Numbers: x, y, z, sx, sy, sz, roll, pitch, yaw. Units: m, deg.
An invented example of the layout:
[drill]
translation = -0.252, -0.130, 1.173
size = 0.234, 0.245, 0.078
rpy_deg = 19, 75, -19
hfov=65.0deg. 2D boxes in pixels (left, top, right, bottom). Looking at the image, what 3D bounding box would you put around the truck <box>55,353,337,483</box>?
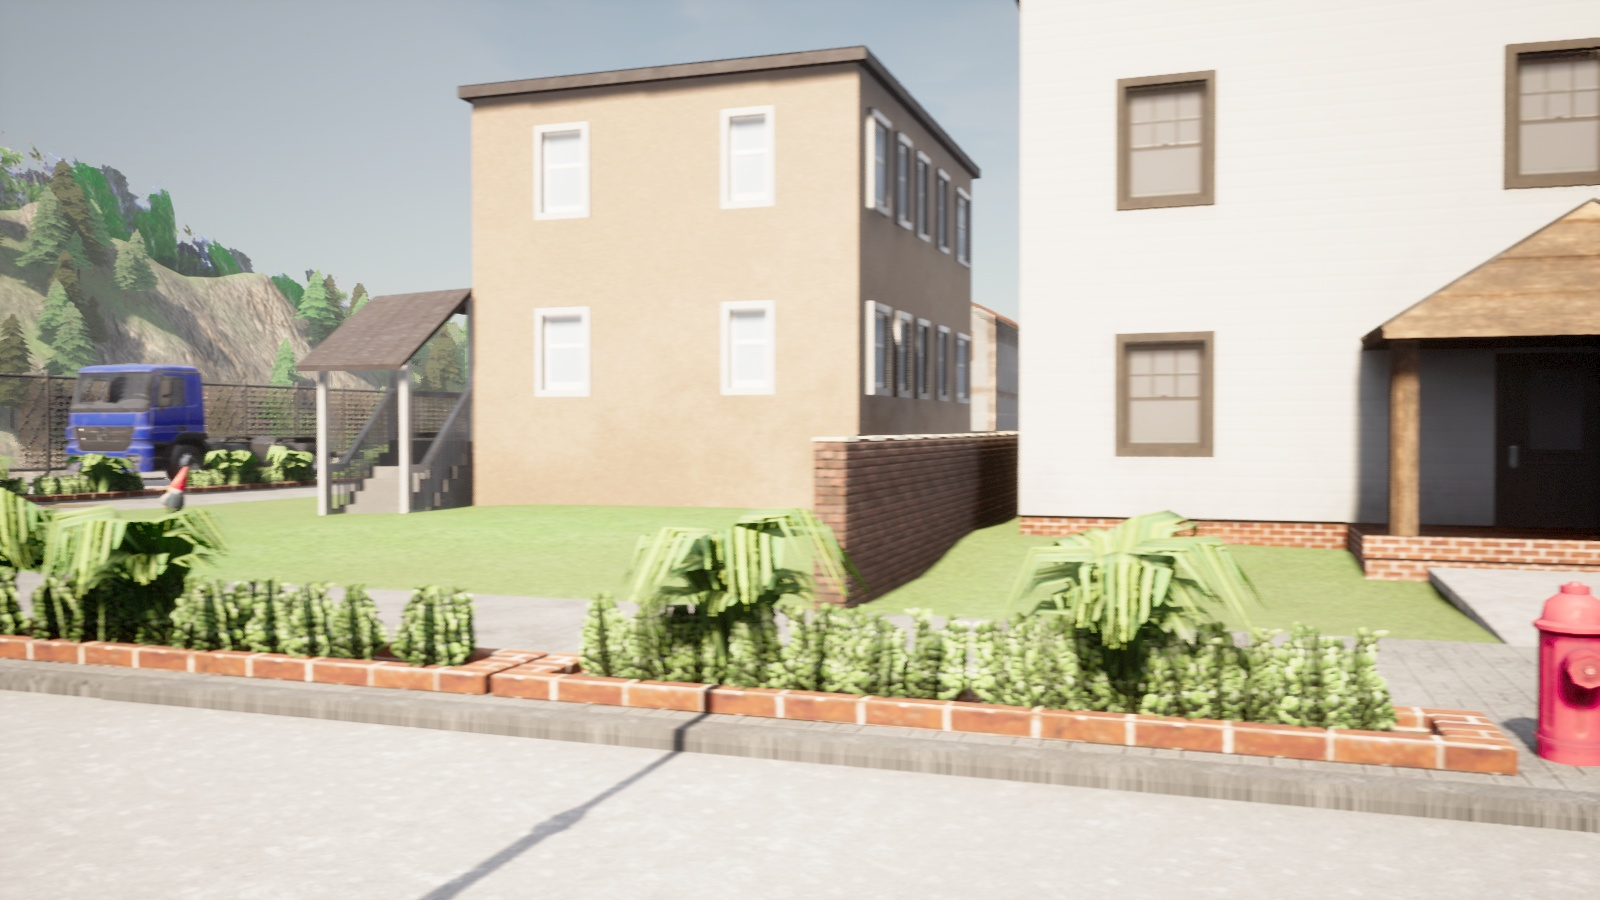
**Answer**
[truck]
translation = -17.740, -0.932, 37.634
size = 2.891, 3.462, 7.936
rpy_deg = 1, 1, 19
